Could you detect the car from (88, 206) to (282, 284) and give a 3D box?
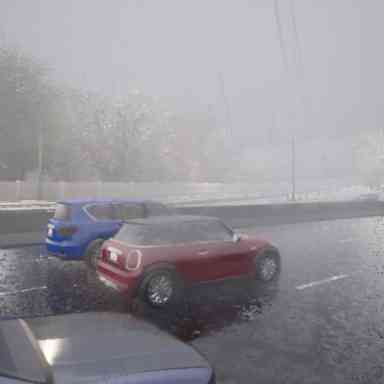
[{"bbox_3d":[0.116,1.351,8.127,4.553,1.767,2.097,0,0,-36],"label":"car"}]

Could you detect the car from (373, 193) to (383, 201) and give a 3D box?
[{"bbox_3d":[30.714,1.354,51.617,4.553,1.767,2.097,0,0,-35],"label":"car"}]

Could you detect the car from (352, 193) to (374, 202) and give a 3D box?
[{"bbox_3d":[28.506,1.222,54.330,5.566,2.045,2.150,0,0,-35],"label":"car"}]

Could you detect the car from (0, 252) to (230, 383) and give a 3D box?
[{"bbox_3d":[-2.324,1.547,2.087,5.357,1.411,2.033,0,0,-36],"label":"car"}]

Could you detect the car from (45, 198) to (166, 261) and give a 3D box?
[{"bbox_3d":[-1.842,1.221,11.033,5.566,2.045,2.150,0,0,-35],"label":"car"}]
